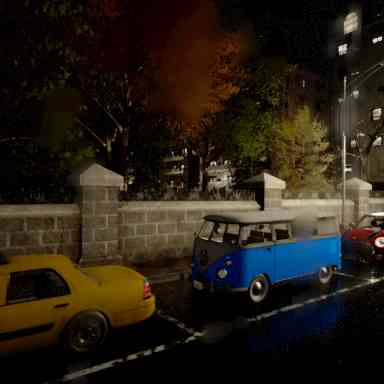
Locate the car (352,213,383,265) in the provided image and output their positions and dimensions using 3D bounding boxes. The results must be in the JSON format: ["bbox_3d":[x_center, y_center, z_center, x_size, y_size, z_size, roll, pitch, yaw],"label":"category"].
[{"bbox_3d":[6.393,1.442,11.129,4.097,1.590,1.967,0,1,-36],"label":"car"}]

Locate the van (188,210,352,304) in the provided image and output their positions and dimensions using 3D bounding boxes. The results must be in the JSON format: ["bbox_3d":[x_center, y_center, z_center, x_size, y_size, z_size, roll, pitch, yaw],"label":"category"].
[{"bbox_3d":[1.829,1.342,7.862,3.998,1.788,1.690,0,1,-36],"label":"van"}]

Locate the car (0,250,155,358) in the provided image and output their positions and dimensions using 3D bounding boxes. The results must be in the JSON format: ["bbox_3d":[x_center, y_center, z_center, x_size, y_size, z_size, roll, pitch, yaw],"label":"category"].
[{"bbox_3d":[-2.876,1.525,4.499,4.829,1.417,1.752,0,1,-36],"label":"car"}]
